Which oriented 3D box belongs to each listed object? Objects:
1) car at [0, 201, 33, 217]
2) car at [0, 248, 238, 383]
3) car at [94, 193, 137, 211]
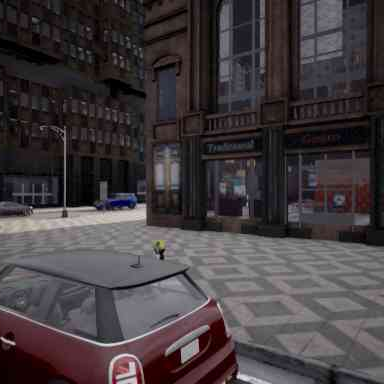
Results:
[{"bbox_3d":[-16.268,1.527,29.189,1.994,1.385,4.181,0,0,35],"label":"car"},{"bbox_3d":[-1.596,1.440,4.098,4.097,1.590,1.967,0,0,35],"label":"car"},{"bbox_3d":[-8.974,1.154,39.512,2.150,2.045,5.566,0,1,35],"label":"car"}]
